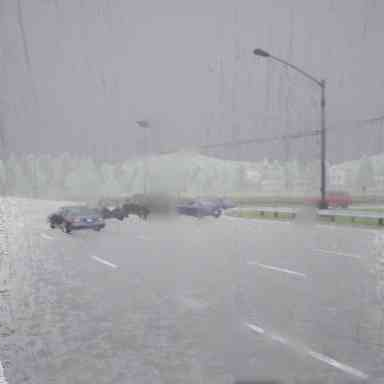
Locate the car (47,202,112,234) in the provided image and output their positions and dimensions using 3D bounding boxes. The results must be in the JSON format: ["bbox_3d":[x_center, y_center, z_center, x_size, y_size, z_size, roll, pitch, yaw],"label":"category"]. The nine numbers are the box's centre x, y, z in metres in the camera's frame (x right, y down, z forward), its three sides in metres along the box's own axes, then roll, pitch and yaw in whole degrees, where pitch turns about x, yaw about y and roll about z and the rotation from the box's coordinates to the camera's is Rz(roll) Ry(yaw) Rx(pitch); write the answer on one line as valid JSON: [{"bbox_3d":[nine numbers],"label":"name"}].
[{"bbox_3d":[-6.706,1.490,18.916,2.033,1.411,5.357,-1,0,-37],"label":"car"}]

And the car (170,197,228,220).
[{"bbox_3d":[0.456,1.376,26.870,1.812,1.442,4.674,-1,0,-37],"label":"car"}]

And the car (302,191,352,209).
[{"bbox_3d":[15.513,0.903,38.188,5.566,2.045,2.150,-1,0,-9],"label":"car"}]

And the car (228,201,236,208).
[{"bbox_3d":[2.379,1.325,37.967,5.357,1.411,2.033,0,0,11],"label":"car"}]

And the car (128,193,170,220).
[{"bbox_3d":[-3.805,1.102,26.755,2.150,2.045,5.566,-1,0,-37],"label":"car"}]

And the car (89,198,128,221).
[{"bbox_3d":[-6.954,1.263,25.127,2.097,1.767,4.553,-1,0,-37],"label":"car"}]
